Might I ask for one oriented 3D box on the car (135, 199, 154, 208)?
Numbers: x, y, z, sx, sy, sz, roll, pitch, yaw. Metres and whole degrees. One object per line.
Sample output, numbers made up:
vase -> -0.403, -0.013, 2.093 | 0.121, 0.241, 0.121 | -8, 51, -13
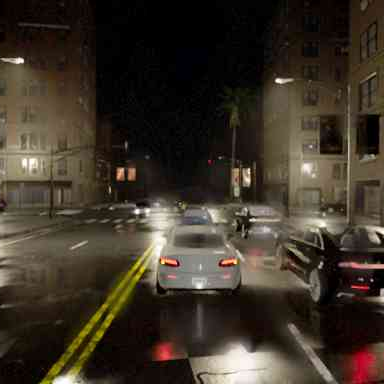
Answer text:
car -> -6.534, 1.587, 46.349 | 1.895, 1.301, 4.718 | 0, 0, 4

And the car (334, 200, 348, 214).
car -> 16.421, 1.759, 31.773 | 4.313, 1.339, 1.947 | 0, 0, 1

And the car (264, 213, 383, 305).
car -> 3.381, 1.489, 8.072 | 2.128, 1.511, 4.902 | 0, 0, 1

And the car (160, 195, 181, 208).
car -> -3.032, 1.341, 47.799 | 2.097, 1.767, 4.553 | 0, 0, 0

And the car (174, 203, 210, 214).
car -> 0.217, 1.542, 18.068 | 2.033, 1.411, 5.357 | 0, 0, 0

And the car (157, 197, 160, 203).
car -> -6.069, 1.582, 67.616 | 1.895, 1.301, 4.718 | 0, 0, 1

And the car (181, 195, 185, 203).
car -> -2.805, 1.527, 68.621 | 2.033, 1.411, 5.357 | 0, 0, 1

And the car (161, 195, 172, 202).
car -> -5.988, 1.506, 78.176 | 2.033, 1.411, 5.357 | 0, 0, 0

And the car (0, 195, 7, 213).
car -> -20.719, 1.343, 32.120 | 5.008, 1.535, 1.882 | 0, 1, -8

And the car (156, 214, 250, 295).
car -> 0.156, 1.523, 8.613 | 1.812, 1.442, 4.674 | 0, 0, 0

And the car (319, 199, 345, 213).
car -> 16.980, 1.589, 37.717 | 5.008, 1.535, 1.882 | 0, 1, 1

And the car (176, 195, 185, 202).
car -> -2.731, 1.500, 79.176 | 2.033, 1.411, 5.357 | 0, 0, 0

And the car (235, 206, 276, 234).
car -> 3.363, 1.487, 17.380 | 2.128, 1.511, 4.902 | 0, 0, 0
